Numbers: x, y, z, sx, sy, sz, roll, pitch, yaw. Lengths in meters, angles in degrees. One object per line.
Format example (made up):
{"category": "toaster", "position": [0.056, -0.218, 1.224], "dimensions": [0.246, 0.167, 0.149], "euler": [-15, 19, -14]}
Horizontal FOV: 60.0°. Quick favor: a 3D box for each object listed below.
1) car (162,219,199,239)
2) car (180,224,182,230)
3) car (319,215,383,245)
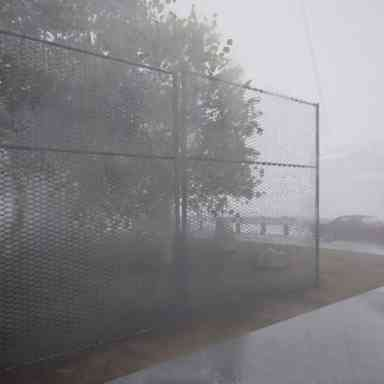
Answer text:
{"category": "car", "position": [-1.404, 4.527, 41.095], "dimensions": [2.185, 1.767, 4.553], "euler": [0, 1, 36]}
{"category": "car", "position": [0.237, 4.529, 38.537], "dimensions": [2.185, 1.767, 4.553], "euler": [-1, 1, 36]}
{"category": "car", "position": [7.761, 1.700, 14.781], "dimensions": [1.895, 1.301, 4.718], "euler": [-1, -2, -33]}
